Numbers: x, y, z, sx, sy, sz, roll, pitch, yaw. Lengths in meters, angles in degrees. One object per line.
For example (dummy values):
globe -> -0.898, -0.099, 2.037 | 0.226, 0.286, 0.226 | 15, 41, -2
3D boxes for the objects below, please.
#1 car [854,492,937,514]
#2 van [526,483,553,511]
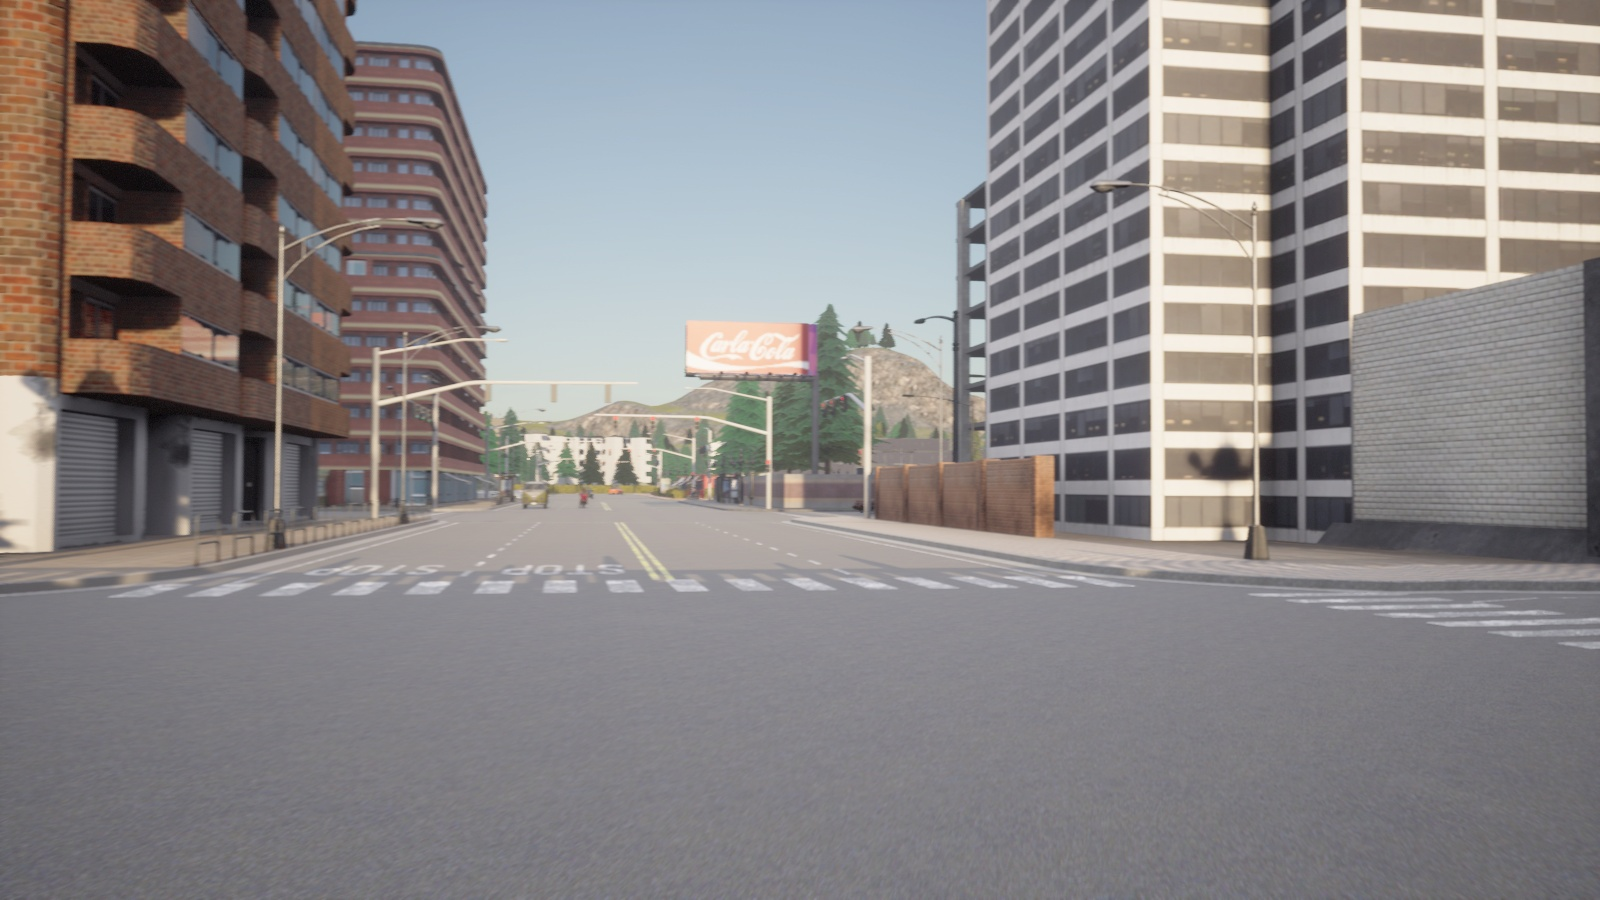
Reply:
car -> 5.761, 3.215, 76.252 | 4.718, 1.301, 1.895 | 0, -2, -9
van -> -19.047, 3.433, 91.963 | 1.775, 1.987, 4.442 | 0, -2, -9
